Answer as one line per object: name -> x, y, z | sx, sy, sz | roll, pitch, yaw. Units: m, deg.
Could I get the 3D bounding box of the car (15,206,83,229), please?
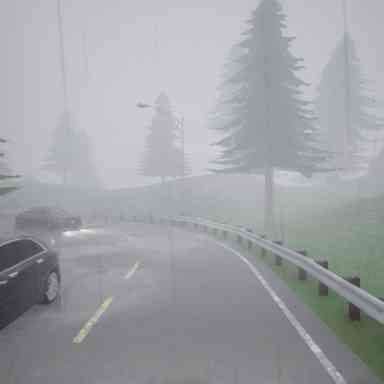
car -> -8.679, 1.567, 20.172 | 4.181, 1.385, 1.994 | 0, 0, 27

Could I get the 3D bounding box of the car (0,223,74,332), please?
car -> -3.678, 1.505, 5.280 | 1.837, 1.490, 4.892 | 0, 0, -1
